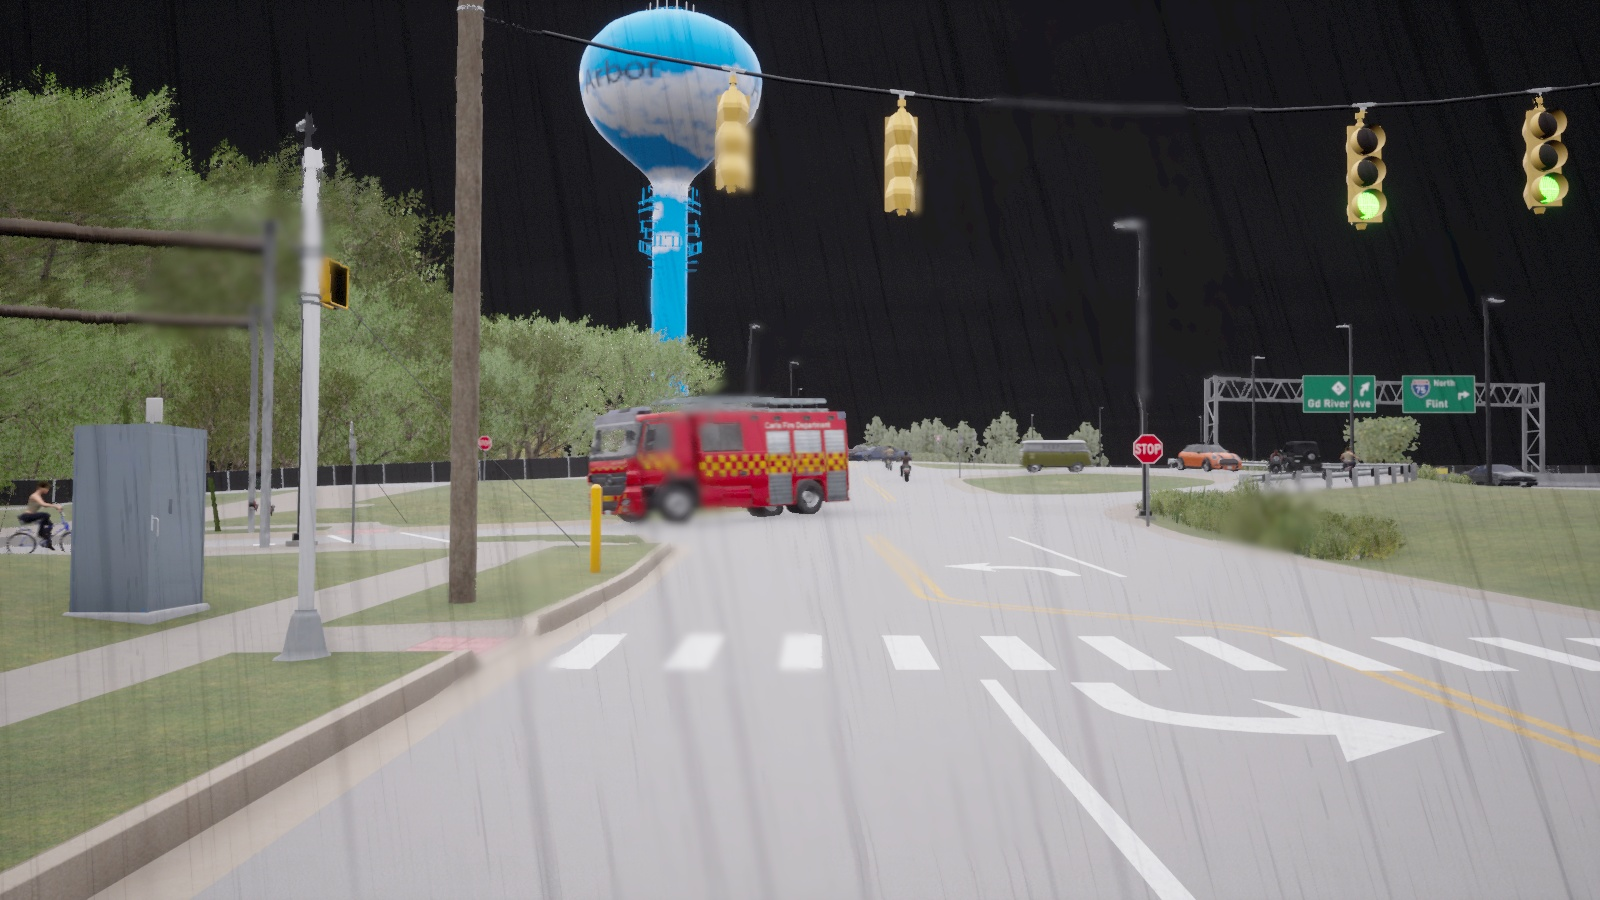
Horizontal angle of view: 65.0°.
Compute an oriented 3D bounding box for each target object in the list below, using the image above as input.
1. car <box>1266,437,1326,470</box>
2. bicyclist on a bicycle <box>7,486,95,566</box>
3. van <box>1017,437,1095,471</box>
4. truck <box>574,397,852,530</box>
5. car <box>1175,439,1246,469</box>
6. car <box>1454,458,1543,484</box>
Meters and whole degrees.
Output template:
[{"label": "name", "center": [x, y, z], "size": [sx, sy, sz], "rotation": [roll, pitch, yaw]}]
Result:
[{"label": "car", "center": [29.123, 0.180, 73.881], "size": [1.905, 1.878, 3.866], "rotation": [0, 0, -2]}, {"label": "bicyclist on a bicycle", "center": [-15.874, 1.588, 26.653], "size": [1.509, 1.612, 0.866], "rotation": [-1, -2, -25]}, {"label": "van", "center": [15.610, 0.259, 76.779], "size": [4.442, 1.987, 1.775], "rotation": [0, 1, 2]}, {"label": "truck", "center": [-2.604, 0.348, 39.861], "size": [8.468, 3.827, 2.891], "rotation": [-2, -1, -39]}, {"label": "car", "center": [25.017, 0.239, 76.665], "size": [2.097, 1.767, 4.553], "rotation": [0, 1, -13]}, {"label": "car", "center": [38.909, 1.192, 70.106], "size": [2.033, 1.411, 5.357], "rotation": [0, -1, 1]}]
